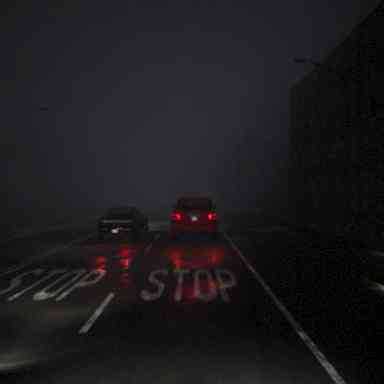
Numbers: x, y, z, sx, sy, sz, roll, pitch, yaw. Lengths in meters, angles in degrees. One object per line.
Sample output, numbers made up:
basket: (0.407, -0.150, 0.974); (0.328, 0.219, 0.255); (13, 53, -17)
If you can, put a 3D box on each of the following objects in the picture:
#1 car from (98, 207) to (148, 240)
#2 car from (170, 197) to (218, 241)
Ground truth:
car: (-3.404, 1.510, 17.079); (2.128, 1.511, 4.902); (0, 0, 0)
car: (0.098, 1.246, 17.004); (2.150, 2.045, 5.566); (0, 0, 0)
